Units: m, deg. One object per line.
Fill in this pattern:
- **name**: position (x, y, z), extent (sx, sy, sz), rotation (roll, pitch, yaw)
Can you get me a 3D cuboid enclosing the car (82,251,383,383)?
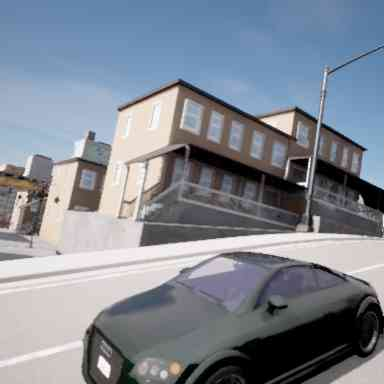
- **car**: position (0.742, 1.566, 4.496), extent (4.181, 1.385, 1.994), rotation (0, 0, -35)
